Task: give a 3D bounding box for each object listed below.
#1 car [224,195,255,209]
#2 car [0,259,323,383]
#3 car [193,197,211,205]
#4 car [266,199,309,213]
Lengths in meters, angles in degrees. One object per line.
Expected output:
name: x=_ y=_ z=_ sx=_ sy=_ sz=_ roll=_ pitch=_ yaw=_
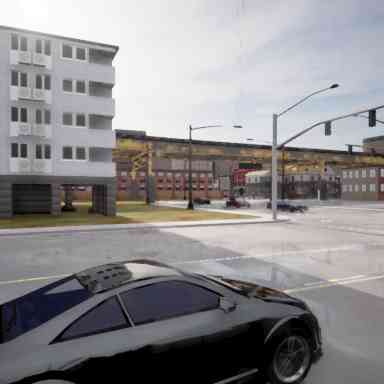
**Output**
car: x=6.419 y=1.526 z=46.945 sx=1.812 sy=1.442 sz=4.674 roll=0 pitch=0 yaw=-25
car: x=-0.414 y=1.564 z=4.030 sx=4.181 sy=1.385 sz=1.994 roll=0 pitch=0 yaw=-30
car: x=1.715 y=1.548 z=57.629 sx=2.033 sy=1.411 sz=5.357 roll=0 pitch=0 yaw=-16
car: x=10.721 y=1.547 z=37.857 sx=2.033 sy=1.411 sz=5.357 roll=0 pitch=0 yaw=-25
